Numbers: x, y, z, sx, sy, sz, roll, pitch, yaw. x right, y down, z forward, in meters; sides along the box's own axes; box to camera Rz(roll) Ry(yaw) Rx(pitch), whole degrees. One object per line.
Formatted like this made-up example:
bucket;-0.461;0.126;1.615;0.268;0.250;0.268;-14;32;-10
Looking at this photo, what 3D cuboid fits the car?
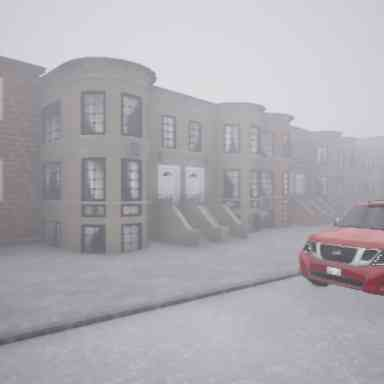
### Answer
car;5.070;1.225;8.225;5.566;2.045;2.150;0;0;-36
